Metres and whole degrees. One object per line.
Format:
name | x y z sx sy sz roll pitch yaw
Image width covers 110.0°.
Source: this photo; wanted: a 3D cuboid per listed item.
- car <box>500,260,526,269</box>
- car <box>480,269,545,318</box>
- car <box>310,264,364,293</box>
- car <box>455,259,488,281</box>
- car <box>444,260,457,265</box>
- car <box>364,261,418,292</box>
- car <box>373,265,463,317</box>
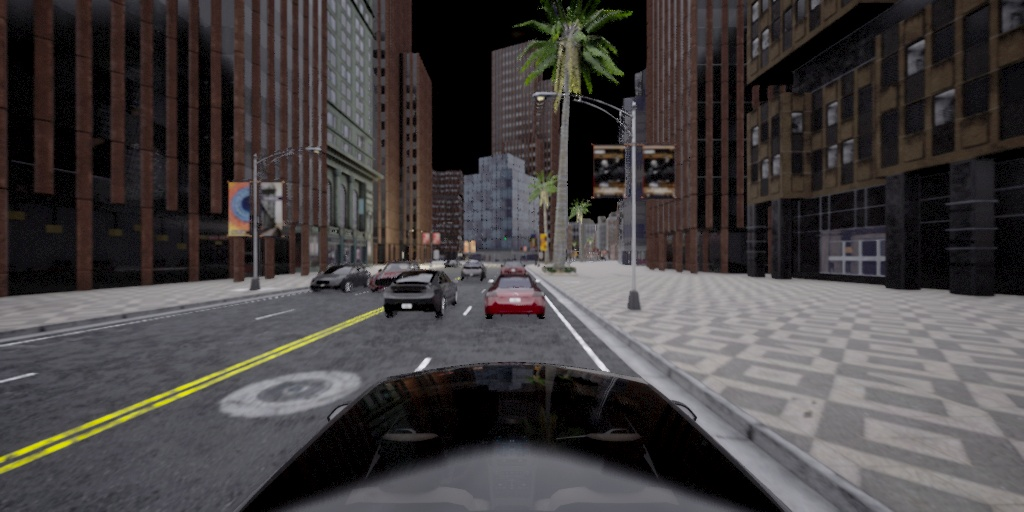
car | 0.099 1.128 30.104 2.097 1.767 4.553 0 0 0
car | 0.097 1.321 12.986 1.994 1.385 4.181 0 0 0
car | -9.849 1.270 21.060 1.837 1.490 4.892 0 0 0
car | -3.150 1.268 30.354 2.128 1.511 4.902 0 0 0
car | -9.800 1.336 58.655 1.837 1.490 4.892 0 0 1
car | -6.598 1.117 21.073 2.097 1.767 4.553 0 0 0
car | -3.151 1.262 13.169 1.837 1.490 4.892 0 0 0
